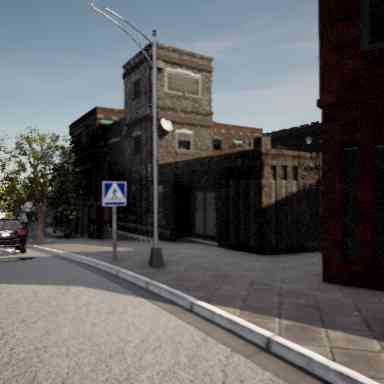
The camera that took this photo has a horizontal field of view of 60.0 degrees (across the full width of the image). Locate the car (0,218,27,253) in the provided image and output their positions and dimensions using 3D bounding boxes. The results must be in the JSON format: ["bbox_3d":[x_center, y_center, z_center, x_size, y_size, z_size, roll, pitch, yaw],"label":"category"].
[{"bbox_3d":[-11.350,2.658,19.991,2.150,2.045,5.566,0,-6,-33],"label":"car"}]
